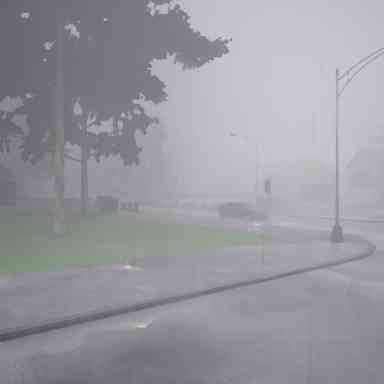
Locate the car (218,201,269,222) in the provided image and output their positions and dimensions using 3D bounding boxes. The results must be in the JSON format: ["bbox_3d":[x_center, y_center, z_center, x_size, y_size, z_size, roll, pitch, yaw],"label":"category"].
[{"bbox_3d":[4.103,1.526,26.596,1.837,1.490,4.892,0,0,-36],"label":"car"}]
